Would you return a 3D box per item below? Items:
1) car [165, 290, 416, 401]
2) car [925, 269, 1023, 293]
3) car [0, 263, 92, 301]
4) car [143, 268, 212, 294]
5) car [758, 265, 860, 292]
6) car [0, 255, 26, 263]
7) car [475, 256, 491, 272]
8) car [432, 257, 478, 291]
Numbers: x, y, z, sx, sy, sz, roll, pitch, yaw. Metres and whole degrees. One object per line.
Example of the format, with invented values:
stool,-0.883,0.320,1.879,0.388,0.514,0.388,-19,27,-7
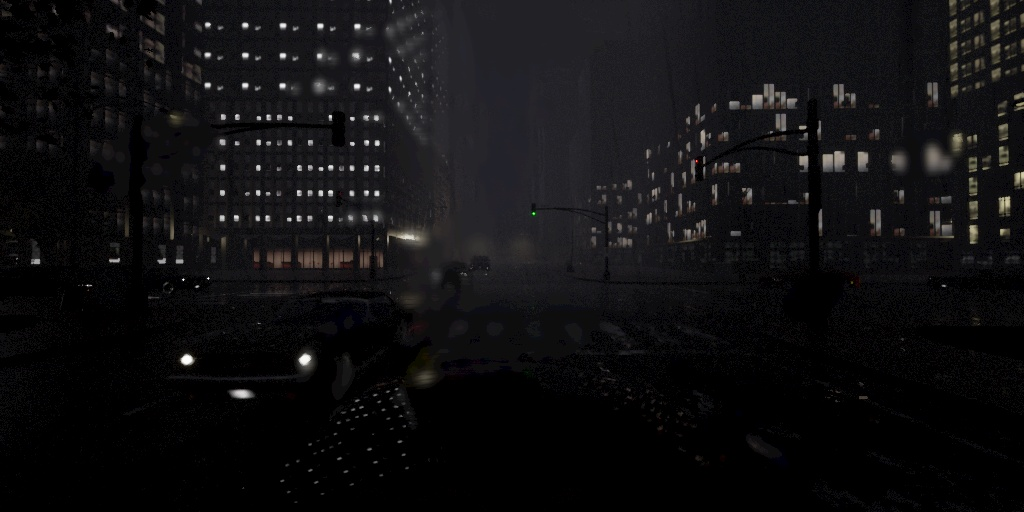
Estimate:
car,-3.271,1.356,6.532,1.895,1.301,4.718,0,0,0
car,27.135,1.415,20.671,4.718,1.301,1.895,0,-1,1
car,-20.243,1.160,15.871,4.892,1.490,1.837,0,-1,2
car,-18.884,1.306,19.079,4.718,1.301,1.895,0,-1,2
car,17.195,1.280,20.950,5.008,1.535,1.882,0,-1,2
car,-28.640,0.913,19.382,5.566,2.045,2.150,0,-1,2
car,-3.899,0.985,45.569,2.150,2.045,5.566,0,1,-1
car,-3.443,1.130,21.786,2.097,1.767,4.553,0,-1,-1
